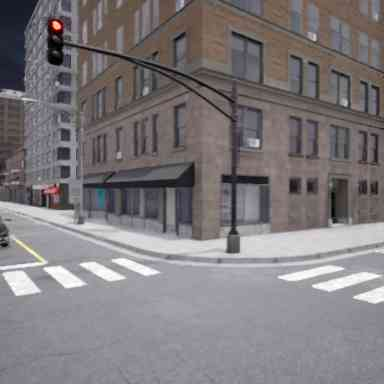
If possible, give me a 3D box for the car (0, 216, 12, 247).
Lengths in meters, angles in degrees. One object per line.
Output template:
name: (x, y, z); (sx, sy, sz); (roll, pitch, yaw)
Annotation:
car: (-9.203, 1.520, 14.482); (1.837, 1.490, 4.892); (0, 0, -36)
